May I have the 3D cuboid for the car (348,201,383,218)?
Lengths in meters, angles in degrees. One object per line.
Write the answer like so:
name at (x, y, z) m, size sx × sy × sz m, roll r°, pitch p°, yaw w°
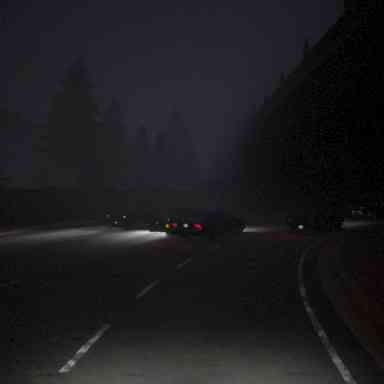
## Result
car at (16.370, 1.539, 30.216) m, size 4.902 × 1.511 × 2.128 m, roll 0°, pitch 0°, yaw -24°

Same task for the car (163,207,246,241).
car at (1.022, 1.574, 17.160) m, size 2.033 × 1.411 × 5.357 m, roll 0°, pitch 0°, yaw 31°

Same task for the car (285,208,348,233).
car at (7.469, 1.632, 19.982) m, size 1.895 × 1.301 × 4.718 m, roll 0°, pitch 0°, yaw 42°

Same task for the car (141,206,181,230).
car at (-0.840, 1.596, 20.611) m, size 1.994 × 1.385 × 4.181 m, roll 0°, pitch 0°, yaw 35°

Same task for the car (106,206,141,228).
car at (-3.576, 1.636, 22.945) m, size 1.895 × 1.301 × 4.718 m, roll 0°, pitch 0°, yaw 35°
